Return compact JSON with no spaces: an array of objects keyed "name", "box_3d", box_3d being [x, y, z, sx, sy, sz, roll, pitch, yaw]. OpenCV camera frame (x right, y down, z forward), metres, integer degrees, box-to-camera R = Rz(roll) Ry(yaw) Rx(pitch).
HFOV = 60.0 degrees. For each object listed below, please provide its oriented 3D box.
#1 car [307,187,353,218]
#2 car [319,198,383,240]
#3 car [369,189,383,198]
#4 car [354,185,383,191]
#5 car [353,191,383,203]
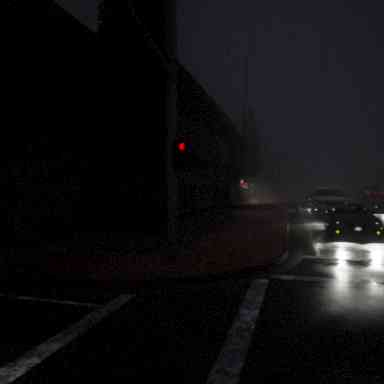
[{"name":"car","box_3d":[9.614,0.645,23.607,2.150,2.045,5.566,0,1,17]},{"name":"car","box_3d":[6.945,1.191,14.685,1.994,1.385,4.181,0,1,17]},{"name":"car","box_3d":[28.961,0.257,51.431,1.895,1.301,4.718,0,1,17]},{"name":"car","box_3d":[22.532,0.134,42.126,2.150,2.045,5.566,0,1,17]},{"name":"car","box_3d":[14.110,0.880,26.376,1.994,1.385,4.181,0,1,17]}]
